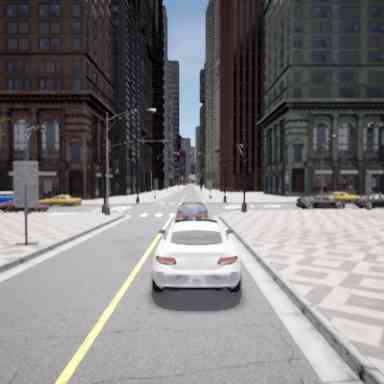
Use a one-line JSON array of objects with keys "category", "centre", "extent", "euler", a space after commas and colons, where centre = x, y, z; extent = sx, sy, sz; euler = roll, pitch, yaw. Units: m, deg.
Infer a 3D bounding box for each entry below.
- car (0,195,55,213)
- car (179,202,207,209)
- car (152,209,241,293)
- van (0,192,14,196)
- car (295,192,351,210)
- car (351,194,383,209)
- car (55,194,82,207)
[{"category": "car", "centre": [-15.285, 1.248, 30.477], "extent": [4.206, 1.307, 1.802], "euler": [-1, 2, 0]}, {"category": "car", "centre": [0.029, 1.246, 18.202], "extent": [2.033, 1.411, 5.357], "euler": [0, 1, 1]}, {"category": "car", "centre": [0.101, 1.389, 8.340], "extent": [1.812, 1.442, 4.674], "euler": [0, 1, 0]}, {"category": "van", "centre": [-20.960, 0.843, 39.003], "extent": [3.998, 1.788, 1.690], "euler": [-1, 2, 0]}, {"category": "car", "centre": [11.684, 0.941, 30.419], "extent": [4.313, 1.339, 1.947], "euler": [-1, 2, 0]}, {"category": "car", "centre": [17.062, 0.865, 30.407], "extent": [4.403, 1.369, 2.008], "euler": [-1, 2, 0]}, {"category": "car", "centre": [-15.448, 0.972, 38.998], "extent": [4.829, 1.417, 1.752], "euler": [-1, 2, 0]}]
